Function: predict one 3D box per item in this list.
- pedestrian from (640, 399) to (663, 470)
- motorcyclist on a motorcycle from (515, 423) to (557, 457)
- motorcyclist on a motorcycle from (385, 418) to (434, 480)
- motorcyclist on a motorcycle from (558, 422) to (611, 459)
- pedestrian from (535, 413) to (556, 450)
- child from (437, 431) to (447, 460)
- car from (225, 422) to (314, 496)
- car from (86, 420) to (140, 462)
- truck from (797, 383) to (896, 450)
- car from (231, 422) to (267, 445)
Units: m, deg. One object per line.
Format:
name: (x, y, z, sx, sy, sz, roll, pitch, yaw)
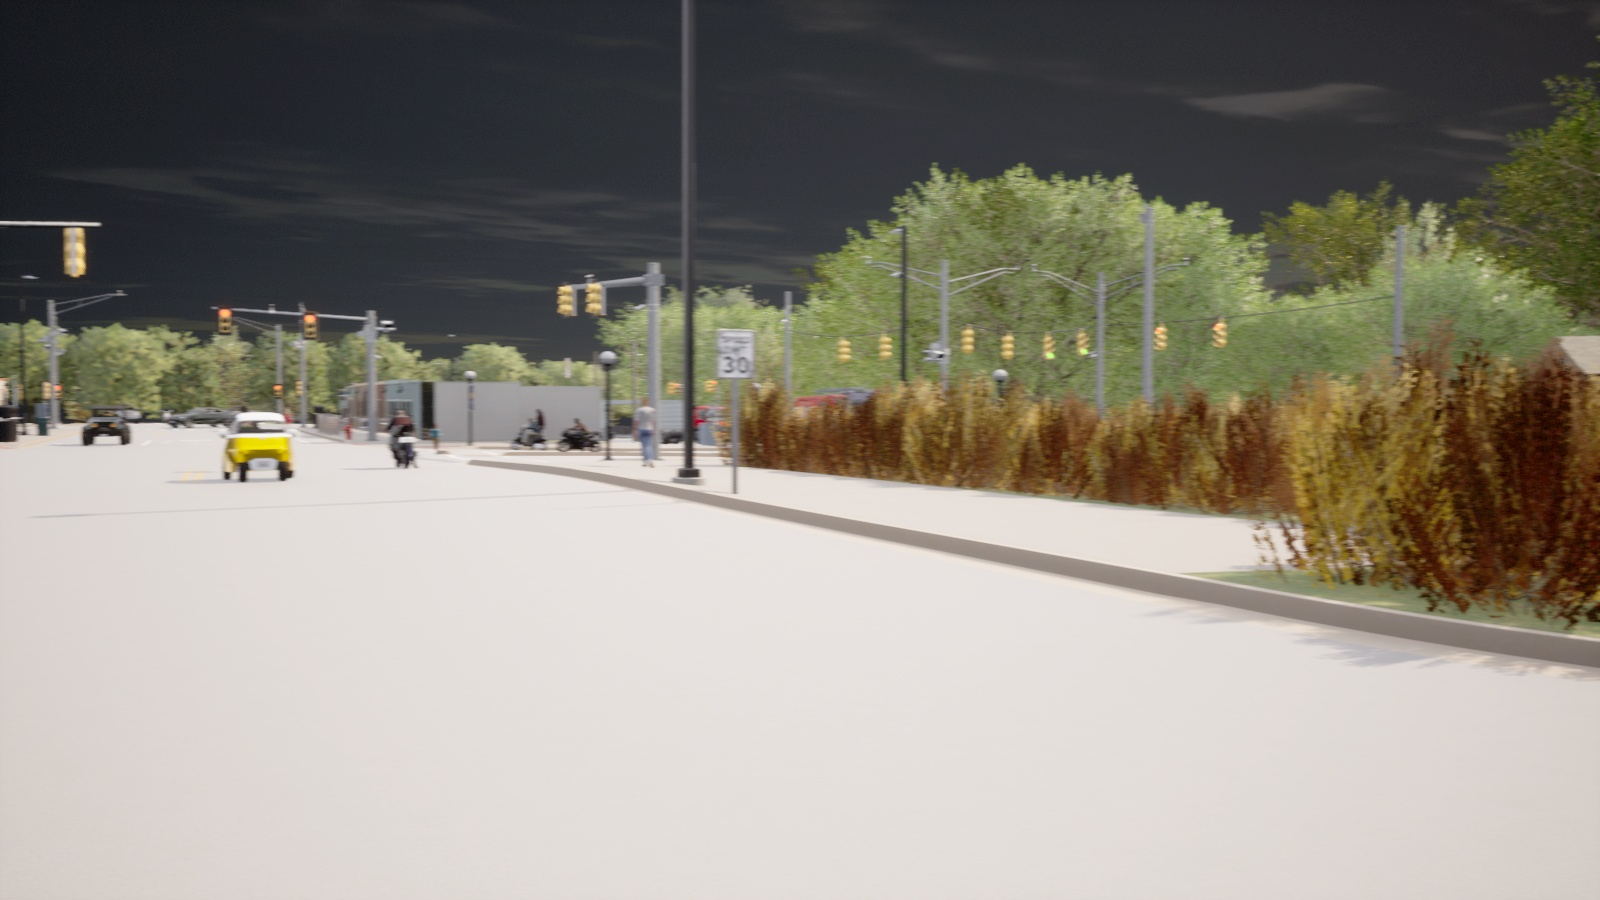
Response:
pedestrian: (-3.867, -0.412, 32.678, 0.354, 1.836, 0.706, -2, 3, -26)
motorcyclist on a motorcycle: (-12.509, -0.486, 59.476, 1.817, 1.590, 0.866, 0, 1, -23)
motorcyclist on a motorcycle: (-10.089, -0.023, 32.410, 0.866, 1.530, 2.191, -2, 1, -25)
motorcyclist on a motorcycle: (-9.064, -0.401, 52.873, 2.044, 1.523, 0.797, 0, 2, -30)
pedestrian: (-12.937, -0.963, 63.906, 0.899, 1.844, 0.634, -2, 3, -24)
child: (-14.926, -0.201, 52.331, 0.343, 1.192, 0.448, -2, 3, -21)
car: (-10.764, 0.153, 25.426, 1.481, 1.376, 2.207, -2, 2, -26)
car: (-33.099, -0.478, 60.625, 1.905, 1.878, 3.866, -2, 2, -24)
truck: (2.729, -1.973, 77.723, 2.891, 3.827, 8.468, -3, 1, -21)
car: (-39.471, -1.228, 89.891, 2.163, 1.488, 4.792, -2, 3, -26)
